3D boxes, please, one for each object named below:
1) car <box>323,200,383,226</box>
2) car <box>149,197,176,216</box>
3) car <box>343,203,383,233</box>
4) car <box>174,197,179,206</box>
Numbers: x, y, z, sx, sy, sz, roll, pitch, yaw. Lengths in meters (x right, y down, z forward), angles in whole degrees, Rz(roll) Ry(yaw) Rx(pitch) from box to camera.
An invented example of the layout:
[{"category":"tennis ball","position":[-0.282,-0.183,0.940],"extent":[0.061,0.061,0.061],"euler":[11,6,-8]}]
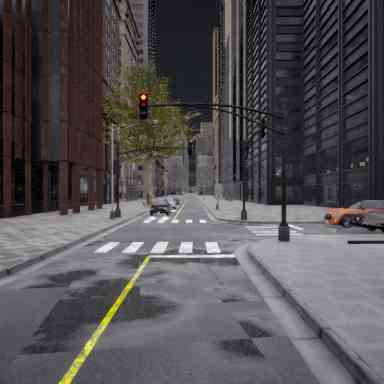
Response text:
[{"category":"car","position":[10.855,1.311,21.207],"extent":[4.553,1.767,2.097],"euler":[0,0,0]},{"category":"car","position":[-3.084,1.553,33.513],"extent":[2.033,1.411,5.357],"euler":[0,0,0]},{"category":"car","position":[11.534,1.491,18.108],"extent":[5.357,1.411,2.033],"euler":[0,0,0]},{"category":"car","position":[-3.069,1.540,43.667],"extent":[1.812,1.442,4.674],"euler":[0,0,0]}]
